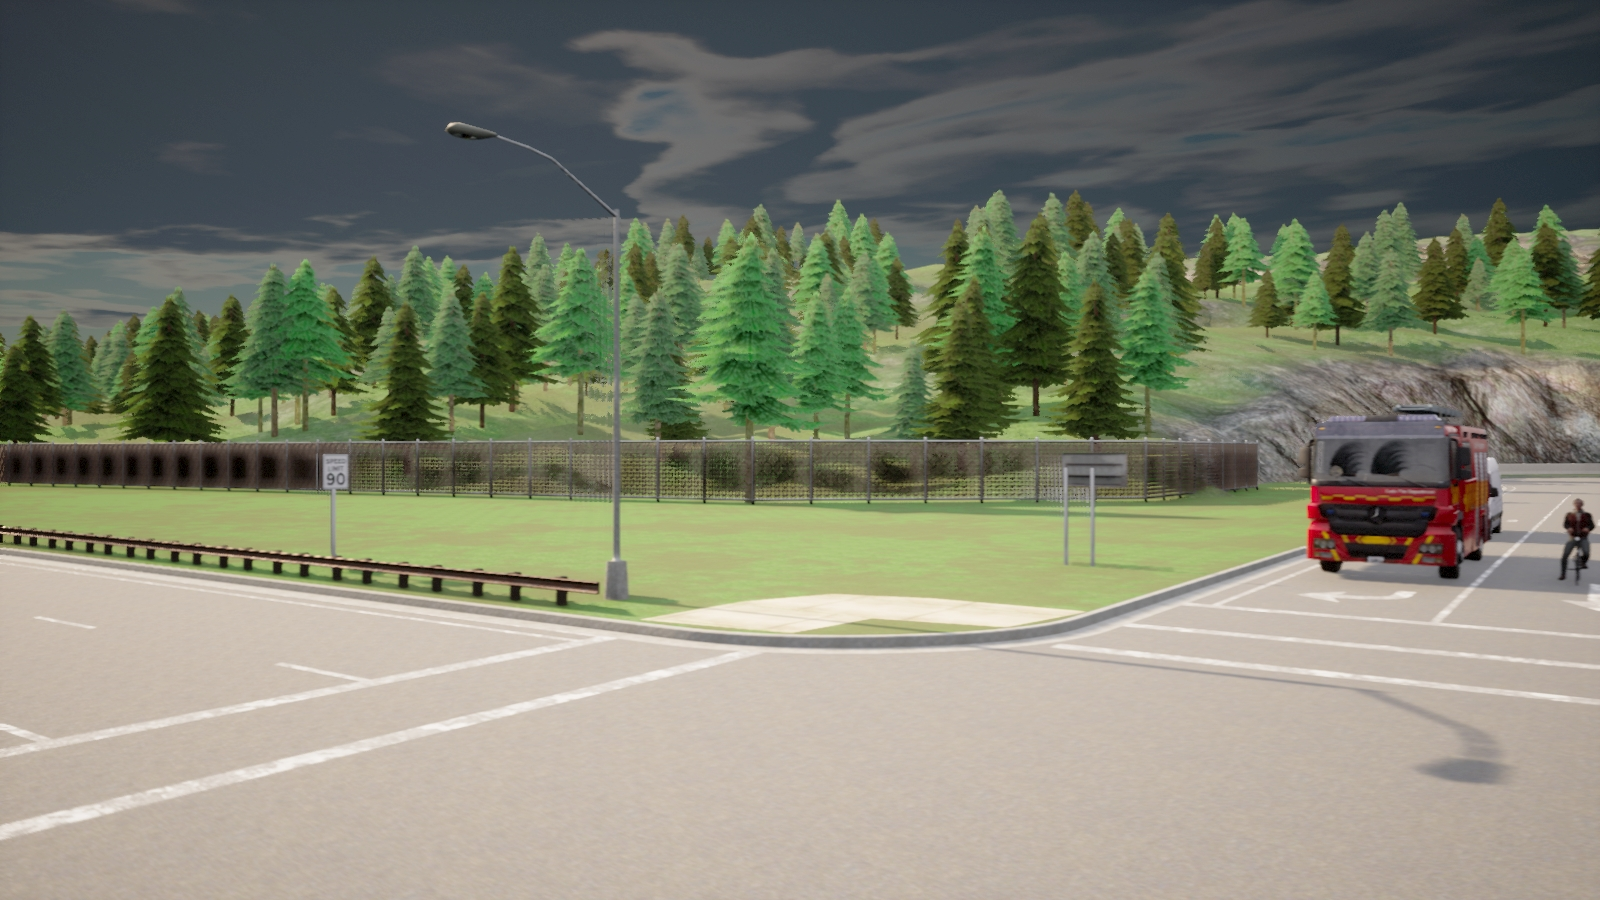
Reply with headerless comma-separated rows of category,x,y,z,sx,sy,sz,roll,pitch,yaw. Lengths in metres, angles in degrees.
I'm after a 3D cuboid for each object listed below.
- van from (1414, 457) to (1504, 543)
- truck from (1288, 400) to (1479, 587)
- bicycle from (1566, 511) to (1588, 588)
van,21.701,1.534,37.511,1.988,2.561,5.915,0,0,36
truck,14.346,0.891,27.650,2.891,3.827,8.468,0,0,36
bicycle,16.270,2.060,23.922,0.329,1.471,1.835,0,0,36
